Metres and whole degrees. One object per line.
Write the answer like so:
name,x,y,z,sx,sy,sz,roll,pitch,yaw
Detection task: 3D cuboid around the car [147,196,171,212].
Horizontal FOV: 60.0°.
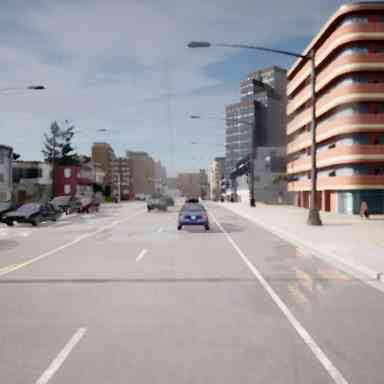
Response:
car,-3.536,1.367,34.990,1.895,1.301,4.718,0,1,0

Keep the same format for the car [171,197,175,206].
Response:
car,-3.531,1.272,47.170,1.994,1.385,4.181,0,0,0

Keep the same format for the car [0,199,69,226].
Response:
car,-10.557,1.447,22.522,2.033,1.411,5.357,0,0,0

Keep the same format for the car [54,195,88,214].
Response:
car,-10.533,1.051,27.570,1.837,1.490,4.892,0,0,0

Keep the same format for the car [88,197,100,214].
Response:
car,-10.539,1.274,32.962,1.882,1.535,5.008,0,0,0

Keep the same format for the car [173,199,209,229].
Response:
car,0.075,1.427,20.619,2.033,1.411,5.357,0,0,0

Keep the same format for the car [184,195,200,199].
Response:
car,0.027,1.189,44.380,2.128,1.511,4.902,0,0,0
